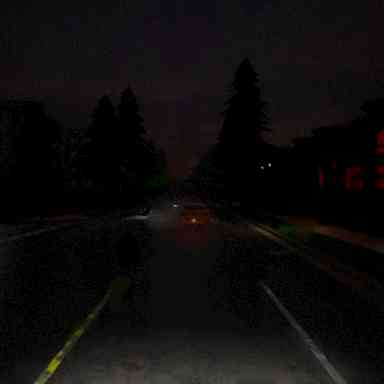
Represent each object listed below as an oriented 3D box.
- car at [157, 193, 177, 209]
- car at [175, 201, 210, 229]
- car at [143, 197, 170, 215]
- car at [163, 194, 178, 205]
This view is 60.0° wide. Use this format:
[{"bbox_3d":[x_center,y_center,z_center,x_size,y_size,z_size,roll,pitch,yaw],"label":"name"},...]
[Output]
[{"bbox_3d":[-3.580,1.144,43.380,2.150,2.045,5.566,0,0,0],"label":"car"},{"bbox_3d":[0.104,1.445,21.138,1.882,1.535,5.008,0,0,0],"label":"car"},{"bbox_3d":[-3.590,1.490,32.717,2.033,1.411,5.357,0,0,0],"label":"car"},{"bbox_3d":[-3.553,1.254,55.616,2.097,1.767,4.553,0,0,0],"label":"car"}]
